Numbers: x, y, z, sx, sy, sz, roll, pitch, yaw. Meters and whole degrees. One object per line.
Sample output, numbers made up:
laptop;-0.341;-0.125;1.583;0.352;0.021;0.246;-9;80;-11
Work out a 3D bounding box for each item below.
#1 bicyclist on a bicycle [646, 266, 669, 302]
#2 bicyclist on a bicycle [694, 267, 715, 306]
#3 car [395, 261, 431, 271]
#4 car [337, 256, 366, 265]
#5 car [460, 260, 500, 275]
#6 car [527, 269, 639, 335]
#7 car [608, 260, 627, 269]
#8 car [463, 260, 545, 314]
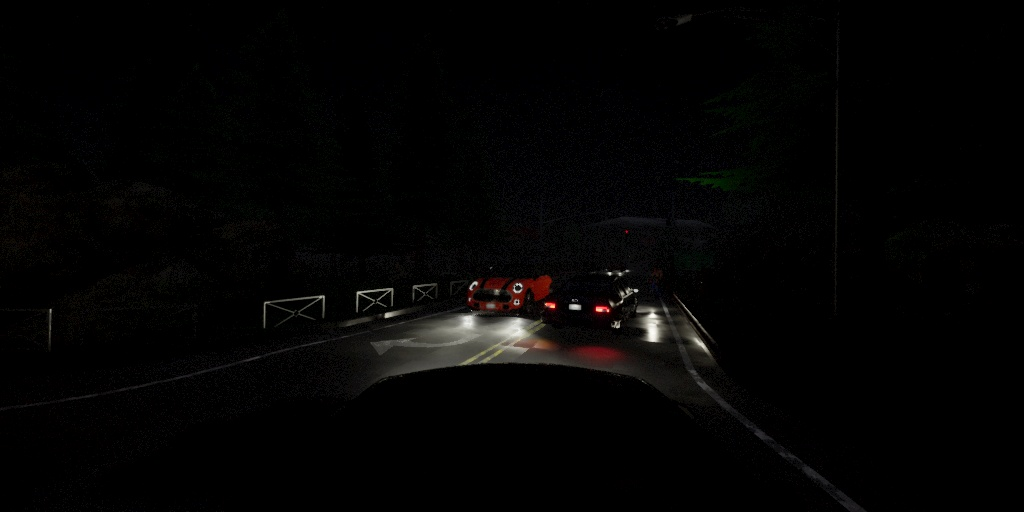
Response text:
bicyclist on a bicycle;6.717;1.283;16.514;1.656;1.620;0.582;1;0;-30
bicyclist on a bicycle;8.138;1.296;15.106;1.656;1.620;0.582;1;0;-33
car;-13.340;1.437;48.303;5.008;1.535;1.882;1;-1;21
car;-22.938;1.055;52.254;5.566;2.045;2.150;1;-1;25
car;-4.002;1.437;44.754;4.553;1.767;2.097;1;-1;21
car;2.482;1.244;10.382;2.033;1.411;5.357;1;-1;25
car;17.398;1.659;59.750;2.150;2.045;5.566;1;-1;21
car;0.100;1.039;13.511;2.097;1.767;4.553;1;-1;20
